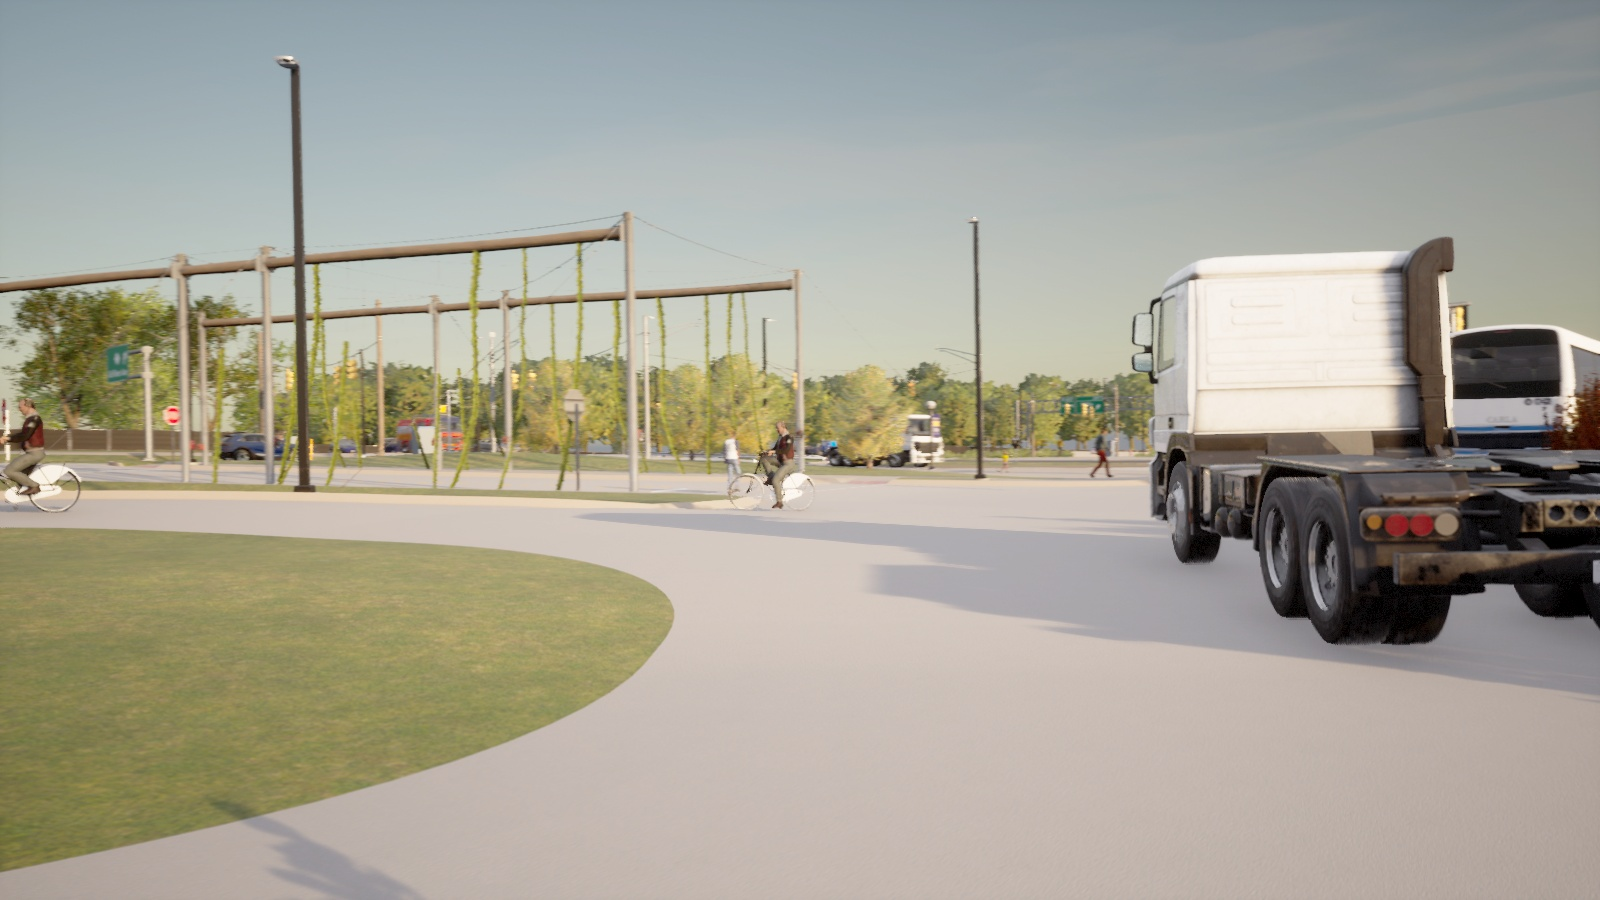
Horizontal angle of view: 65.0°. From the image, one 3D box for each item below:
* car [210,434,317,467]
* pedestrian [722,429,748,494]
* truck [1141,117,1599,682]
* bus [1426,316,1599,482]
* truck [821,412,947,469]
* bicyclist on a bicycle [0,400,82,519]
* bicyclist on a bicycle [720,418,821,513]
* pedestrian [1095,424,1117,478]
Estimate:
[{"bbox_3d":[-28.660,0.053,67.190,4.856,1.649,2.033,1,-1,-44],"label":"car"},{"bbox_3d":[-1.877,0.323,36.240,0.354,1.836,0.706,-1,1,33],"label":"pedestrian"},{"bbox_3d":[5.368,-0.437,11.660,2.891,3.462,7.936,-1,2,5],"label":"truck"},{"bbox_3d":[22.244,-1.255,37.248,3.944,4.253,10.273,-1,-1,42],"label":"bus"},{"bbox_3d":[5.240,-0.624,79.501,7.936,3.462,2.891,1,1,44],"label":"truck"},{"bbox_3d":[-12.008,0.144,19.080,1.843,1.776,0.659,1,0,-34],"label":"bicyclist on a bicycle"},{"bbox_3d":[-0.559,0.317,24.259,1.843,1.776,0.659,1,-2,-27],"label":"bicyclist on a bicycle"},{"bbox_3d":[10.651,0.030,43.767,0.614,1.847,0.353,-1,0,-6],"label":"pedestrian"}]
